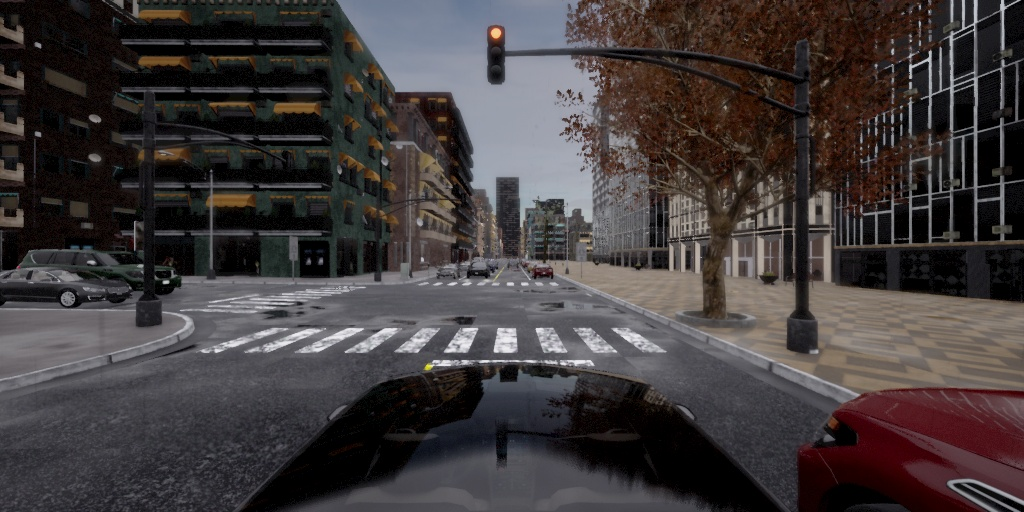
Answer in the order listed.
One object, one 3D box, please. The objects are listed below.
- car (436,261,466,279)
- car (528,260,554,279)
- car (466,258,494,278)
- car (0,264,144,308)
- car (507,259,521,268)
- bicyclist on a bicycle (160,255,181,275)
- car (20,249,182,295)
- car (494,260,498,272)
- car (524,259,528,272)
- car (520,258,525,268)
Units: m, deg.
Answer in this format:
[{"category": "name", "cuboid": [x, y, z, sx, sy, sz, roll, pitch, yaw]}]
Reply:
[{"category": "car", "cuboid": [-5.655, 1.313, 32.375, 2.007, 1.370, 4.403, 0, 0, 0]}, {"category": "car", "cuboid": [2.725, 1.307, 32.365, 1.888, 1.381, 4.507, 0, 0, 0]}, {"category": "car", "cuboid": [-3.059, 1.241, 33.660, 1.882, 1.535, 5.008, 0, 0, 0]}, {"category": "car", "cuboid": [-16.422, 1.091, 12.970, 4.403, 1.370, 2.007, 0, 0, -1]}, {"category": "car", "cuboid": [0.168, 1.287, 61.684, 2.128, 1.511, 4.902, 0, 0, 0]}, {"category": "bicyclist on a bicycle", "cuboid": [-23.144, 0.761, 24.238, 0.582, 1.620, 1.656, 1, 0, -1]}, {"category": "car", "cuboid": [-17.772, 0.747, 15.553, 5.566, 2.045, 2.150, 1, 0, 0]}, {"category": "car", "cuboid": [-3.035, 1.374, 43.683, 1.895, 1.301, 4.718, 0, 0, 0]}, {"category": "car", "cuboid": [2.737, 1.298, 43.601, 1.751, 1.417, 4.829, 0, 0, 0]}, {"category": "car", "cuboid": [2.755, 1.375, 60.028, 1.802, 1.307, 4.207, 0, 0, 0]}]
